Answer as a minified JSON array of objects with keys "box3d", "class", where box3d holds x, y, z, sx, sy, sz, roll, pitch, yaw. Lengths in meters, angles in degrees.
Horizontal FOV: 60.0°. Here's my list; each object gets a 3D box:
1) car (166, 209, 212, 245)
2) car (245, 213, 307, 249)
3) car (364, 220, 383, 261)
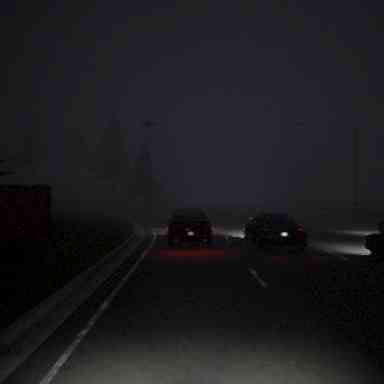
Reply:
[{"box3d":[-0.203,1.529,15.908,1.882,1.535,5.008,0,0,-4],"class":"car"},{"box3d":[3.586,1.612,14.871,1.994,1.385,4.181,0,0,0],"class":"car"},{"box3d":[7.059,1.578,9.466,2.033,1.411,5.357,0,0,0],"class":"car"}]
